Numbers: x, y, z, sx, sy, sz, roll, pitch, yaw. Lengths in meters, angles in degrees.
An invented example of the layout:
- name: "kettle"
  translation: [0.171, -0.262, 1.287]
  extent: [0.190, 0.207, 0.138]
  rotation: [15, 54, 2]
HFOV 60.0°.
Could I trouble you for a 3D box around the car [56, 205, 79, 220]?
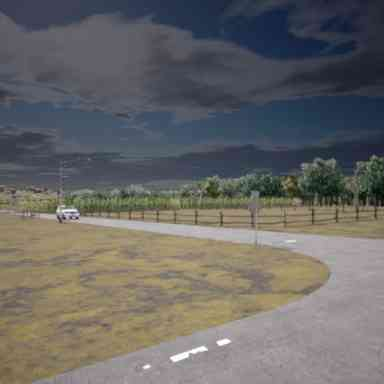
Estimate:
- name: "car"
  translation: [-18.710, 3.045, 49.936]
  extent: [2.150, 2.045, 5.566]
  rotation: [1, -3, -35]
